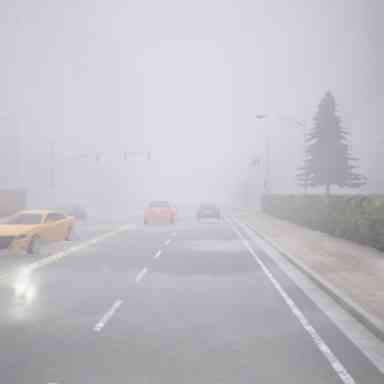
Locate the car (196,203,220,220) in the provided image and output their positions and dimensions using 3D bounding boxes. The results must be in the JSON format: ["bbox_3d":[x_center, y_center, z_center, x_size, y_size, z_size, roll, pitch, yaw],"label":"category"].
[{"bbox_3d":[1.421,1.617,29.024,1.994,1.385,4.181,0,0,3],"label":"car"}]

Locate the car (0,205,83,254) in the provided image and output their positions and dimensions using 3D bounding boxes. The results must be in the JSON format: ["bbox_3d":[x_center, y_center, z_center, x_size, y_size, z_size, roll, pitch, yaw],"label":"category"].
[{"bbox_3d":[-6.505,1.502,13.752,1.882,1.535,5.008,0,0,3],"label":"car"}]

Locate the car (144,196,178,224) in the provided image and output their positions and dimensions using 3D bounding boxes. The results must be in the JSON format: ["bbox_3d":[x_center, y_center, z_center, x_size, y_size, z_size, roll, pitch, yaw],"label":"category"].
[{"bbox_3d":[-2.270,1.398,25.192,2.097,1.767,4.553,0,0,3],"label":"car"}]

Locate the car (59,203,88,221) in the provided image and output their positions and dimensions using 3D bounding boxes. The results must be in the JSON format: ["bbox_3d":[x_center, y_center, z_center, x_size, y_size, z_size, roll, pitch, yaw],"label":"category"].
[{"bbox_3d":[-9.382,1.571,25.141,1.812,1.442,4.674,0,0,3],"label":"car"}]
